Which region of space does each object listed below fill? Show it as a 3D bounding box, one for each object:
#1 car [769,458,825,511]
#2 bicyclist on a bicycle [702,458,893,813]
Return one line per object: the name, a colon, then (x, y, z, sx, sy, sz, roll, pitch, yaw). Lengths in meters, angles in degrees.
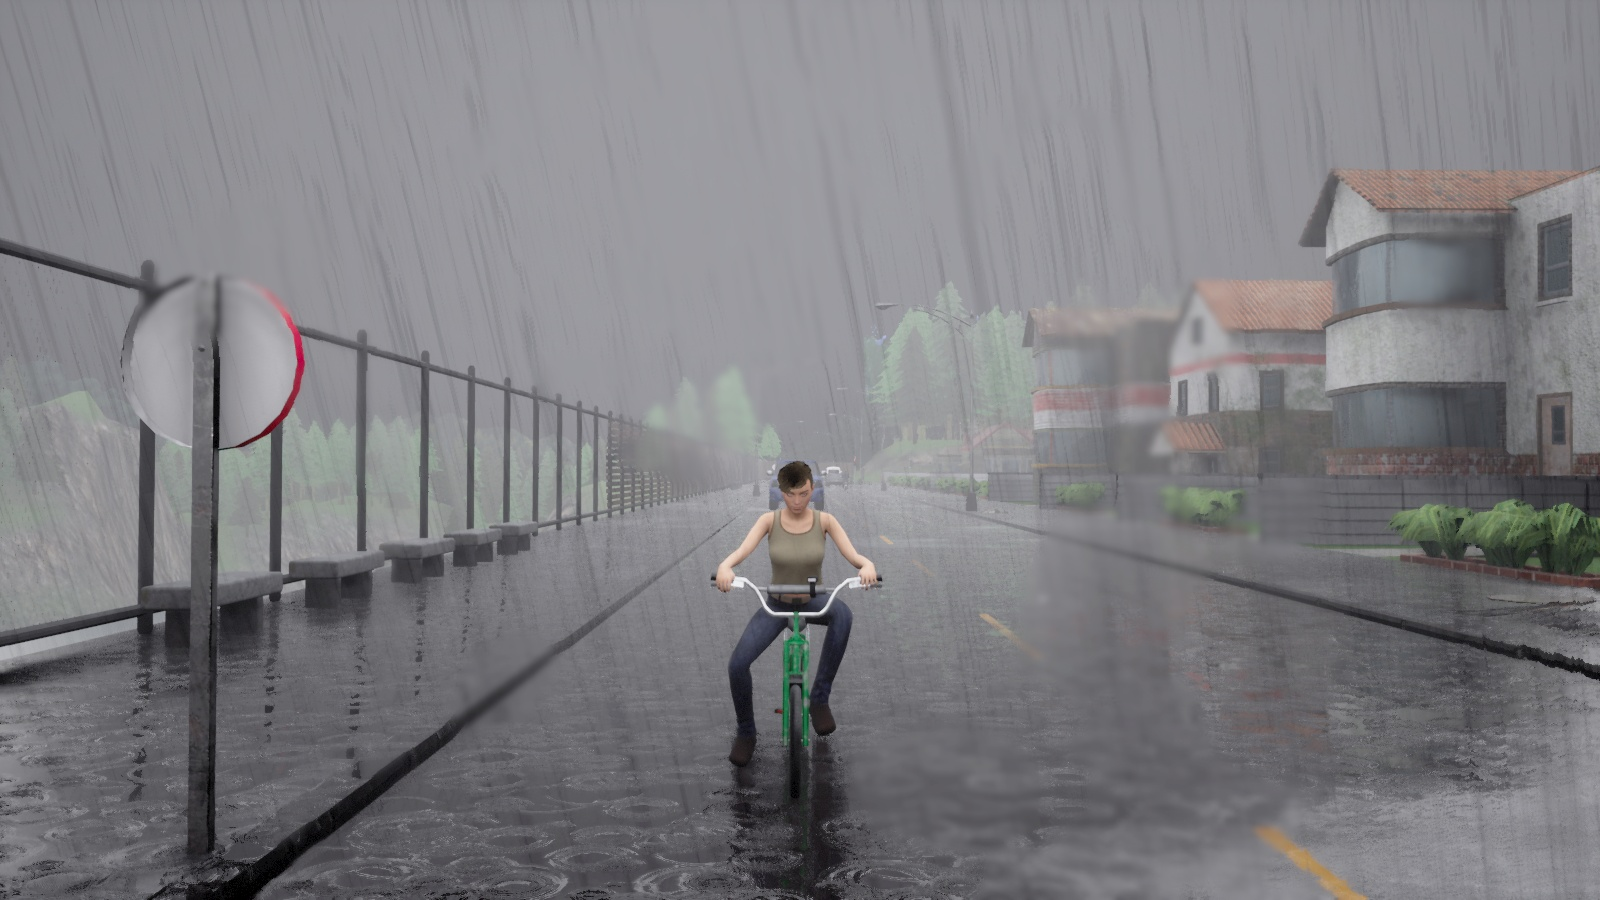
car: (-0.126, 1.394, 51.312, 2.150, 2.045, 5.566, 0, -1, 0)
bicyclist on a bicycle: (-0.011, 0.859, 6.477, 0.866, 1.612, 1.509, 0, -1, 0)
